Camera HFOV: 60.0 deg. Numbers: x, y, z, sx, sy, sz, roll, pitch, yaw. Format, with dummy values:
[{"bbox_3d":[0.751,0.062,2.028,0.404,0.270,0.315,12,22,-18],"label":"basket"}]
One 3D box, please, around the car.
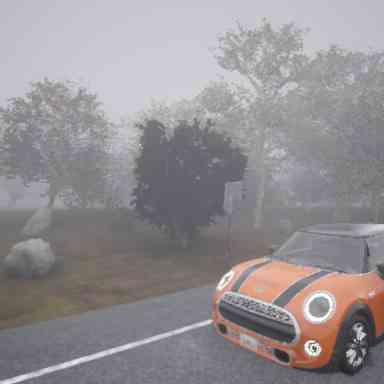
[{"bbox_3d":[2.497,1.397,5.804,4.553,1.767,2.097,0,0,-39],"label":"car"}]
